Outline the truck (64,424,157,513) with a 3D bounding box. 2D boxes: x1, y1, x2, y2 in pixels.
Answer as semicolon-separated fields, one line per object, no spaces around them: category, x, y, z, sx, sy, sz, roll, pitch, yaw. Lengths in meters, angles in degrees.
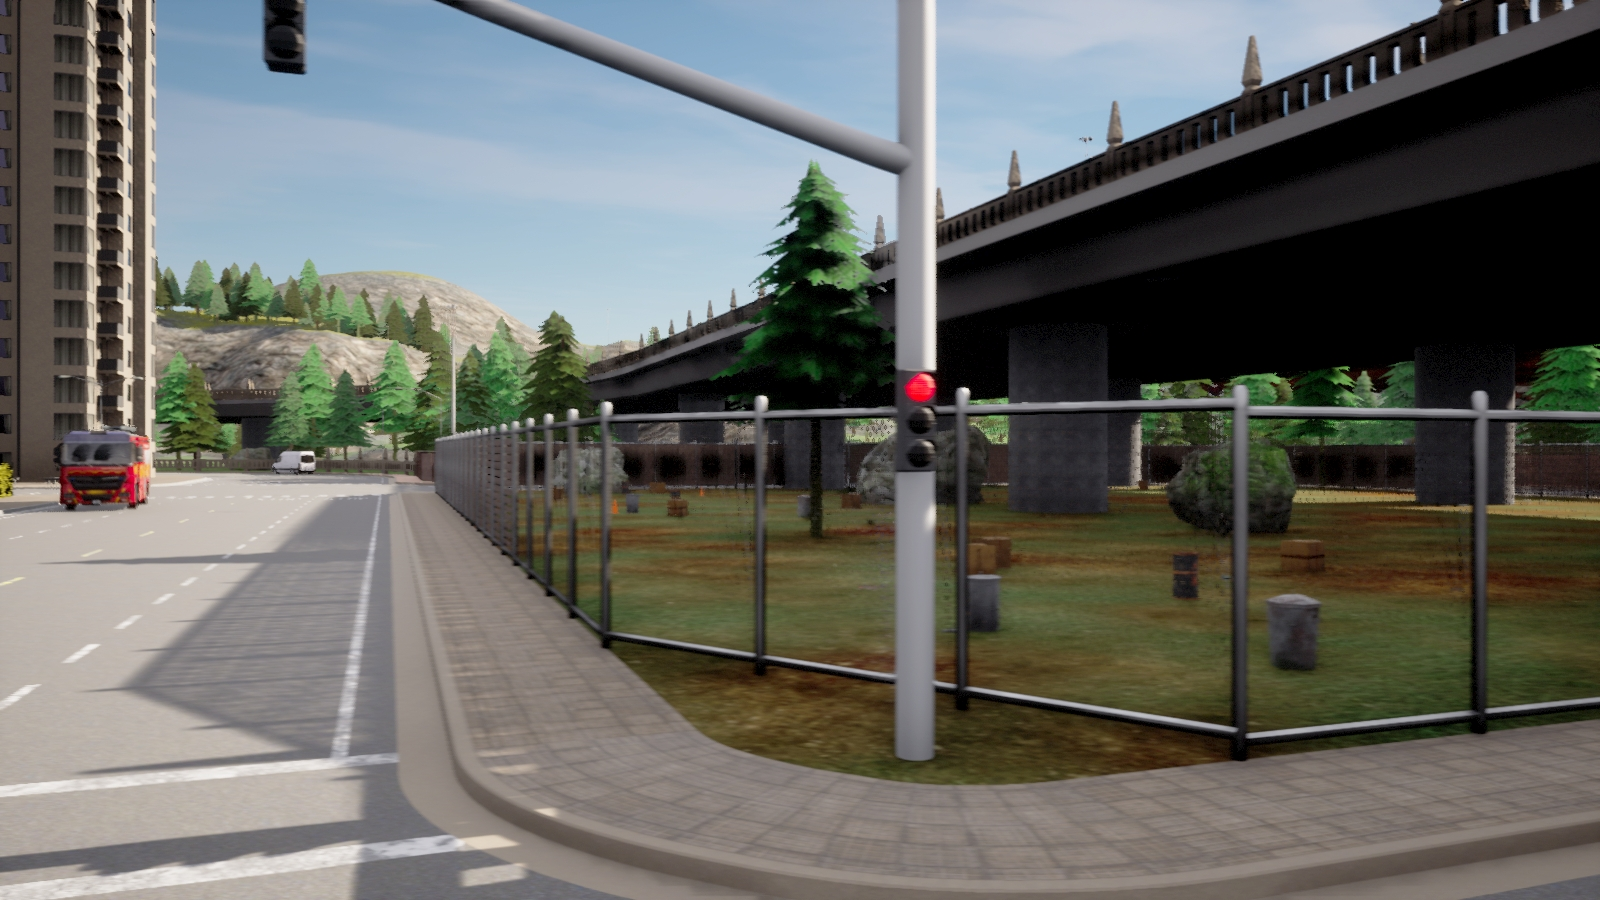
truck;-32.219;0.787;53.668;2.891;3.827;8.468;0;0;-25
